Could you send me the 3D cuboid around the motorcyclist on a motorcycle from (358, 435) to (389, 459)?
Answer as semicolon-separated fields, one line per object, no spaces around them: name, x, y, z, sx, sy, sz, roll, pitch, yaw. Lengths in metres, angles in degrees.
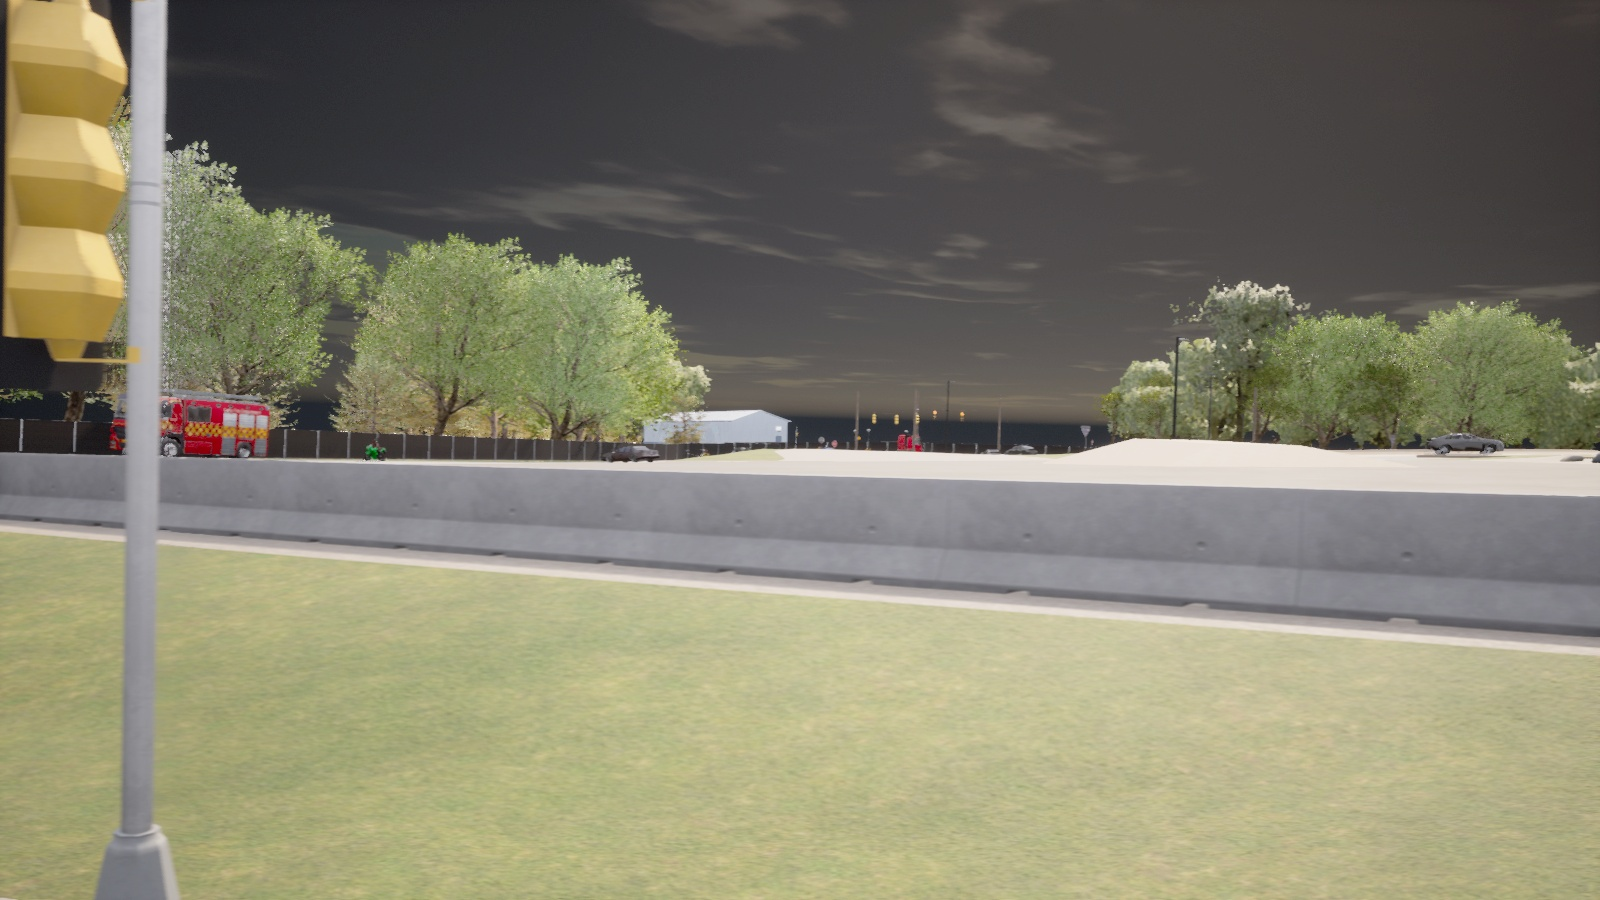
motorcyclist on a motorcycle;-28.574;-0.171;84.212;0.797;1.523;2.044;3;0;21

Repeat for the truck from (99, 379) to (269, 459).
truck;-34.253;-1.631;70.266;2.891;3.827;8.468;4;0;22

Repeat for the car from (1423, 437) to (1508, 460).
car;46.522;-0.116;87.894;4.902;1.511;2.128;0;1;14
